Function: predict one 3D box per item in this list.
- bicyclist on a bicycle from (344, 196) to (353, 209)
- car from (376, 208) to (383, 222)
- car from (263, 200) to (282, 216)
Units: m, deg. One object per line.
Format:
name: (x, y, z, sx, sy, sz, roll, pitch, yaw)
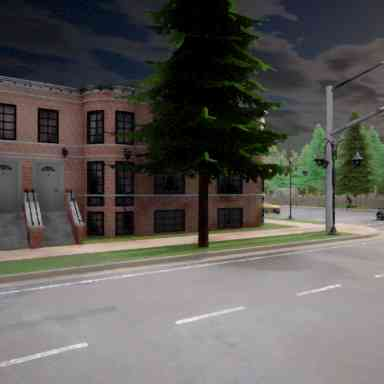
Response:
bicyclist on a bicycle: (19.144, 1.300, 40.639, 1.656, 1.620, 0.582, 0, 0, -31)
car: (15.948, 1.564, 24.533, 1.994, 1.385, 4.181, 0, 0, -31)
car: (6.720, 1.477, 33.214, 1.882, 1.535, 5.008, 0, 0, -31)
